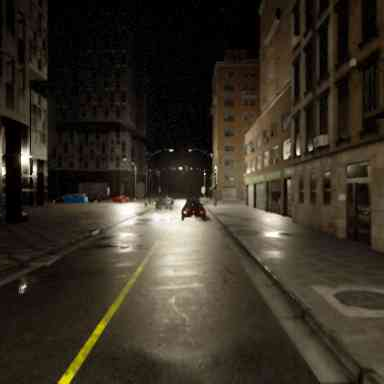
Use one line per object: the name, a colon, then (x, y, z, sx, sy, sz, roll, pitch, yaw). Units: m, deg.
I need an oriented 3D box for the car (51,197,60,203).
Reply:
car: (-25.752, 1.518, 66.128, 4.403, 1.369, 2.008, 0, 0, 0)

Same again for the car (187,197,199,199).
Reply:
car: (0.111, 1.330, 42.404, 1.882, 1.535, 5.008, 0, 0, 0)

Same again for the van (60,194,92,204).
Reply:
van: (-20.106, 1.225, 57.596, 3.998, 1.788, 1.690, 0, 0, 0)

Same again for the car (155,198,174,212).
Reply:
car: (-2.991, 1.389, 36.820, 2.128, 1.511, 4.902, 0, 0, 0)

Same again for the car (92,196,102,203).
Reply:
car: (-20.103, 1.494, 66.121, 4.313, 1.339, 1.947, 0, 0, 0)

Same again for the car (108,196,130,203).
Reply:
car: (-14.454, 1.471, 66.114, 4.206, 1.307, 1.802, 0, 0, 0)

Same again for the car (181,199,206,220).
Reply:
car: (0.106, 1.512, 26.658, 1.895, 1.301, 4.718, 0, 0, 0)
